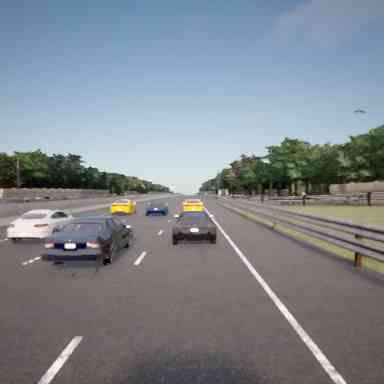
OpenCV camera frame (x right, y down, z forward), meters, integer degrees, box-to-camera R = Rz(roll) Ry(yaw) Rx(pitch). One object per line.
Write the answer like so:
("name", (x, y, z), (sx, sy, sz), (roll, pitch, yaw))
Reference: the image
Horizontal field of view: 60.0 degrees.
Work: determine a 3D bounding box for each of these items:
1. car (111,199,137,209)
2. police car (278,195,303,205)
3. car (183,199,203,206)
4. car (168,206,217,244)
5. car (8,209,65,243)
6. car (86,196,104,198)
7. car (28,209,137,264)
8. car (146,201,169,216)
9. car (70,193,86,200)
("car", (-6.888, 1.478, 34.014), (1.882, 1.535, 5.008), (0, 0, 0))
("police car", (15.581, 1.248, 53.269), (1.930, 1.638, 5.238), (0, -1, -18))
("car", (0.111, 1.478, 33.834), (1.882, 1.535, 5.008), (0, 0, 0))
("car", (0.105, 1.568, 15.967), (1.994, 1.385, 4.181), (0, 0, 0))
("car", (-6.895, 1.531, 15.885), (1.812, 1.442, 4.674), (0, 0, 0))
("car", (-17.479, 1.199, 61.489), (1.994, 1.385, 4.181), (0, 0, 0))
("car", (-3.396, 1.552, 11.790), (2.033, 1.411, 5.357), (0, 0, 0))
("car", (-3.389, 1.565, 33.060), (1.994, 1.385, 4.181), (0, 0, 0))
("car", (-20.979, 0.963, 61.521), (2.097, 1.767, 4.553), (0, 0, 0))
